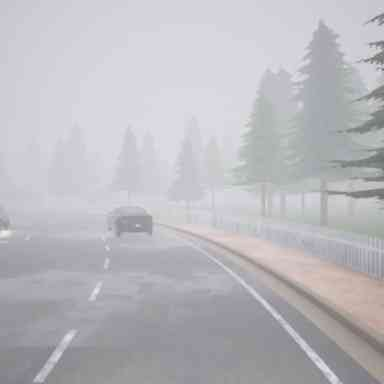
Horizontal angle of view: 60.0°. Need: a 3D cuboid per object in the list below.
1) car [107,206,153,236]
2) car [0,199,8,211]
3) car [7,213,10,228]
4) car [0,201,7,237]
[{"bbox_3d":[-3.627,1.530,18.891,1.882,1.535,5.008,0,0,-22],"label":"car"},{"bbox_3d":[-26.373,1.680,42.910,5.008,1.535,1.882,0,0,23],"label":"car"},{"bbox_3d":[-13.448,1.637,22.357,2.033,1.411,5.357,0,0,-33],"label":"car"},{"bbox_3d":[-9.073,1.264,13.009,2.150,2.045,5.566,0,0,-20],"label":"car"}]
